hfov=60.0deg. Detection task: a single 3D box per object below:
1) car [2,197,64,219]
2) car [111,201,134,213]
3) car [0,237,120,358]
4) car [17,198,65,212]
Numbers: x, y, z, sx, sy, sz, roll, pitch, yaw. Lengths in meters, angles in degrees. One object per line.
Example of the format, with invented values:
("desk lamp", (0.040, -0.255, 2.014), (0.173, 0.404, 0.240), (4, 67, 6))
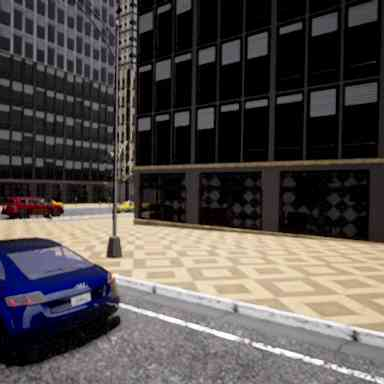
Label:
("car", (-13.868, 1.399, 29.236), (2.192, 1.841, 5.009), (1, 0, 36))
("car", (-7.097, 1.710, 38.467), (1.752, 1.417, 4.829), (1, 0, 36))
("car", (-3.287, 1.535, 6.017), (4.181, 1.385, 1.994), (0, 0, 34))
("car", (-17.392, 1.487, 38.601), (1.752, 1.417, 4.829), (1, 0, 36))
